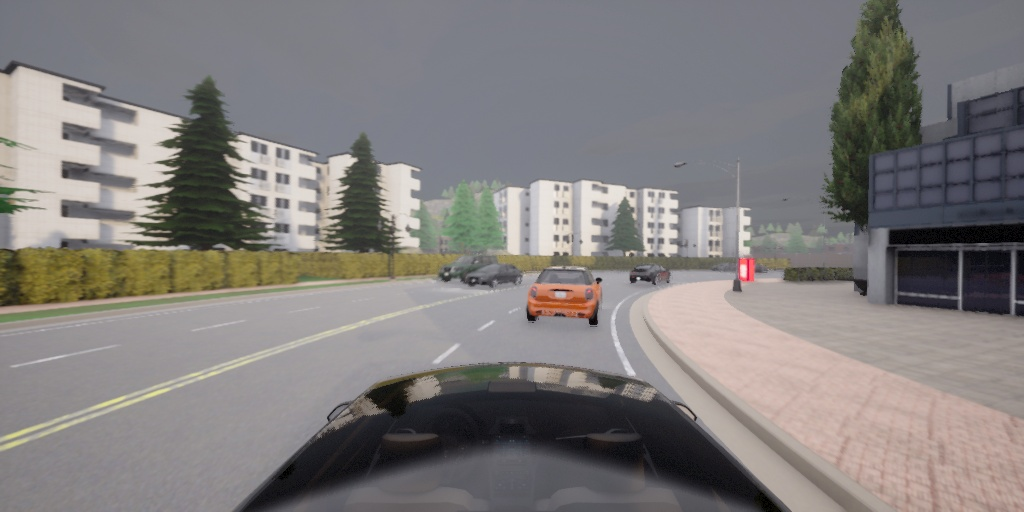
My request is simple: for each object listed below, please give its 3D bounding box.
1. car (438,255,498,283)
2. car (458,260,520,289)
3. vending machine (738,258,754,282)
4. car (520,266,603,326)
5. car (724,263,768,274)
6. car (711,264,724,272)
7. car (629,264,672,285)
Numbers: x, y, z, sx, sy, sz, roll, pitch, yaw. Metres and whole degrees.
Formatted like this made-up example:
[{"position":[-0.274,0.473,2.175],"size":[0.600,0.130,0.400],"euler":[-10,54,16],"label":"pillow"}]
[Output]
[{"position":[-3.028,0.909,26.909],"size":[2.150,2.045,5.566],"euler":[0,0,32],"label":"car"},{"position":[-1.068,1.220,23.269],"size":[1.837,1.490,4.892],"euler":[0,0,30],"label":"car"},{"position":[19.067,1.145,29.225],"size":[0.880,2.100,1.100],"euler":[0,0,-35],"label":"vending machine"},{"position":[1.928,1.115,12.136],"size":[2.097,1.767,4.553],"euler":[1,0,15],"label":"car"},{"position":[31.258,1.624,47.337],"size":[5.357,1.411,2.033],"euler":[1,0,-21],"label":"car"},{"position":[30.237,1.625,50.683],"size":[4.181,1.385,1.994],"euler":[1,0,-21],"label":"car"},{"position":[10.592,1.355,27.250],"size":[1.837,1.490,4.892],"euler":[0,0,42],"label":"car"}]
